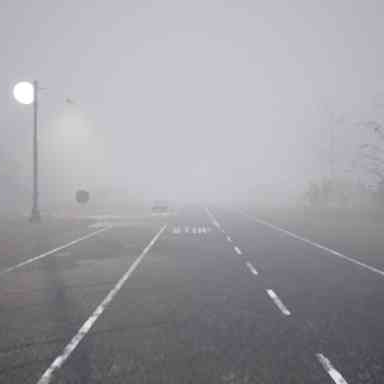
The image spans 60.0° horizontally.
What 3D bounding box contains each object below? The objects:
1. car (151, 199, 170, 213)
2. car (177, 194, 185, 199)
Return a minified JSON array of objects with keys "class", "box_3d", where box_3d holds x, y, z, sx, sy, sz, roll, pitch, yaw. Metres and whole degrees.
[{"class":"car","box_3d":[-3.436,1.504,37.216,2.033,1.411,5.357,0,0,0]},{"class":"car","box_3d":[-3.311,1.325,94.788,1.812,1.442,4.674,0,0,2]}]
